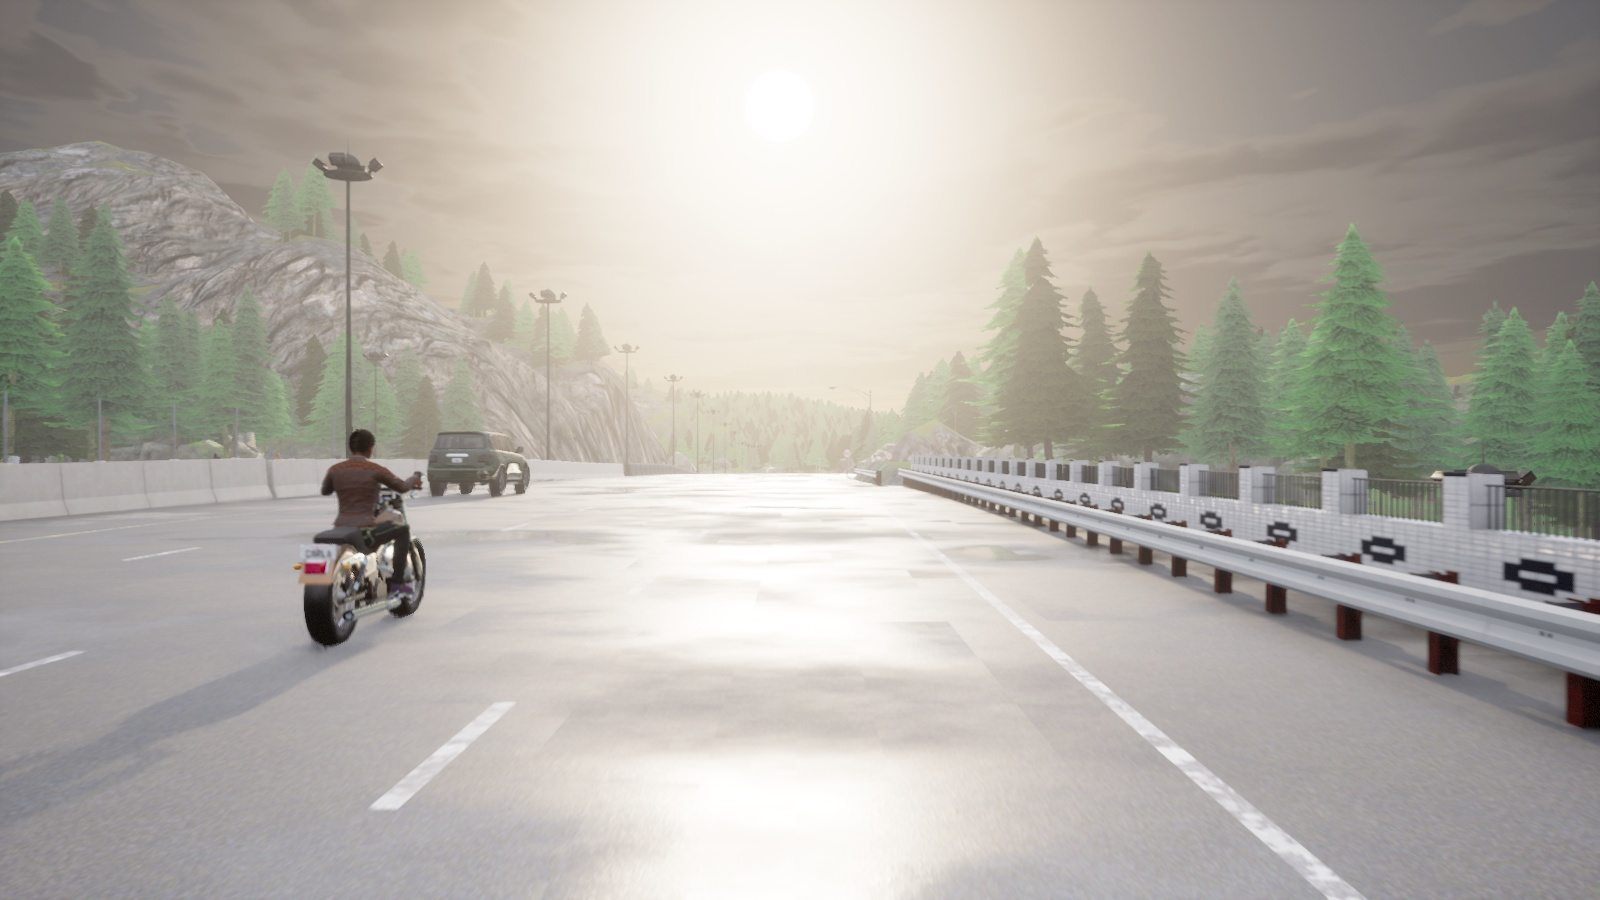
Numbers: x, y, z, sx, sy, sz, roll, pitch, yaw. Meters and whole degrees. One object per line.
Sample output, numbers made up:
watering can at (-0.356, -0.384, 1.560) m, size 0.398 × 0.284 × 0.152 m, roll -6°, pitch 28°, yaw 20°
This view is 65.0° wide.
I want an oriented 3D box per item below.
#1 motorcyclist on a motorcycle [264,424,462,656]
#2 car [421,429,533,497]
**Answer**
motorcyclist on a motorcycle at (-3.428, 0.638, 10.118) m, size 0.766 × 1.649 × 2.350 m, roll 0°, pitch 0°, yaw 0°
car at (-10.257, 0.419, 40.341) m, size 2.150 × 2.045 × 5.566 m, roll 0°, pitch -1°, yaw 0°
